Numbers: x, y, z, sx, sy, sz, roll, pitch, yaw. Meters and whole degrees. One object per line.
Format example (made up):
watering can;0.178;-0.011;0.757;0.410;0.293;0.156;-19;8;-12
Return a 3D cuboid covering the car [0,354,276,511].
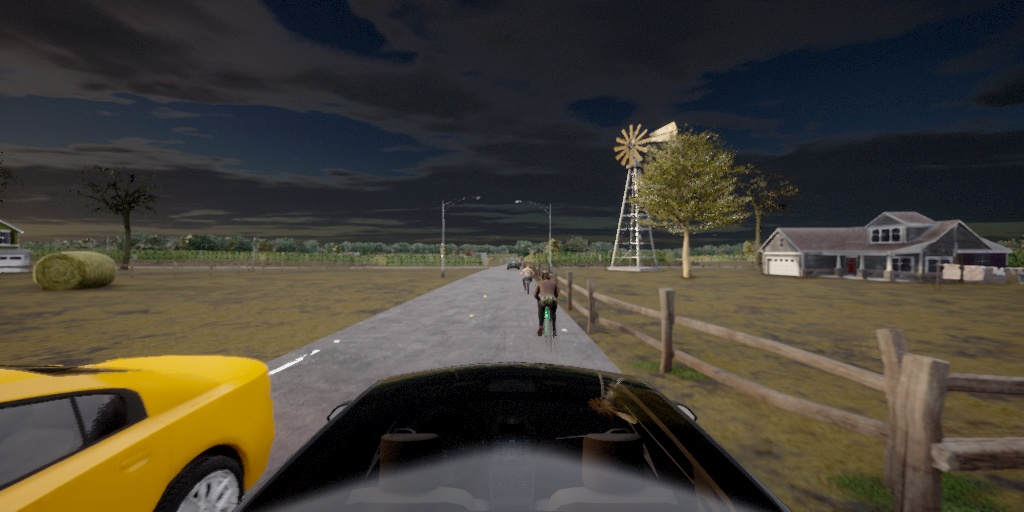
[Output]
car;-2.850;1.232;0.802;1.882;1.535;5.008;0;0;0

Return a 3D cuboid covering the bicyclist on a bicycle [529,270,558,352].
bicyclist on a bicycle;0.774;1.200;7.947;0.582;1.620;1.656;0;0;0

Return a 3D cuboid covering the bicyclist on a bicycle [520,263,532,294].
bicyclist on a bicycle;0.824;1.194;19.096;0.866;1.612;1.509;0;0;0

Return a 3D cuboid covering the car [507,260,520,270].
car;0.225;1.424;60.333;2.097;1.767;4.553;0;-1;0
